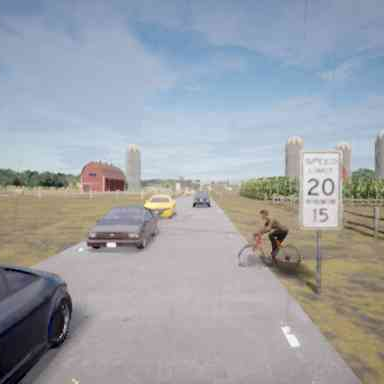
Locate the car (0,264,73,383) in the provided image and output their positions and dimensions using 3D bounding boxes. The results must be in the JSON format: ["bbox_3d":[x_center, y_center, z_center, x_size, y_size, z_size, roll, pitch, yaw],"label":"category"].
[{"bbox_3d":[-2.803,1.486,3.258,1.994,1.385,4.181,0,1,2],"label":"car"}]

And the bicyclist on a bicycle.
[{"bbox_3d":[2.079,1.291,8.876,1.656,1.620,0.582,1,1,2],"label":"bicyclist on a bicycle"}]

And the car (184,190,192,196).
[{"bbox_3d":[-0.622,0.175,74.649,1.882,1.535,5.008,0,1,2],"label":"car"}]

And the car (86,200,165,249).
[{"bbox_3d":[-2.516,1.263,13.365,2.033,1.411,5.357,0,1,2],"label":"car"}]

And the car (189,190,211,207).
[{"bbox_3d":[1.047,0.828,35.506,2.033,1.411,5.357,0,1,2],"label":"car"}]

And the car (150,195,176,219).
[{"bbox_3d":[-2.200,0.980,23.774,1.882,1.535,5.008,0,1,2],"label":"car"}]

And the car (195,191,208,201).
[{"bbox_3d":[1.471,0.548,50.170,1.837,1.490,4.892,0,0,2],"label":"car"}]
